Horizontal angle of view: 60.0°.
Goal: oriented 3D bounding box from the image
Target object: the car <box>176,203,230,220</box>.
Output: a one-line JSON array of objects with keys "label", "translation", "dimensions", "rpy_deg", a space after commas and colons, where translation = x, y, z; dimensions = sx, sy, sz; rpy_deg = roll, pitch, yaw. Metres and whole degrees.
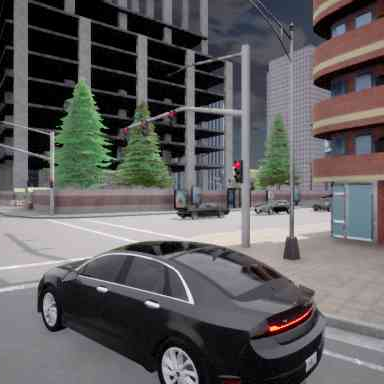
[{"label": "car", "translation": [0.987, 1.656, 29.111], "dimensions": [4.718, 1.301, 1.895], "rpy_deg": [0, 0, -36]}]

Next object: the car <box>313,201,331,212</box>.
[{"label": "car", "translation": [16.675, 1.407, 40.284], "dimensions": [4.553, 1.767, 2.097], "rpy_deg": [0, 0, -35]}]

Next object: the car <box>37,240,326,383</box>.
[{"label": "car", "translation": [-0.585, 1.505, 5.050], "dimensions": [4.892, 1.490, 1.837], "rpy_deg": [0, 0, 41]}]

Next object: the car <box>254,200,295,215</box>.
[{"label": "car", "translation": [8.579, 1.547, 34.530], "dimensions": [4.902, 1.511, 2.128], "rpy_deg": [0, 0, -35]}]
